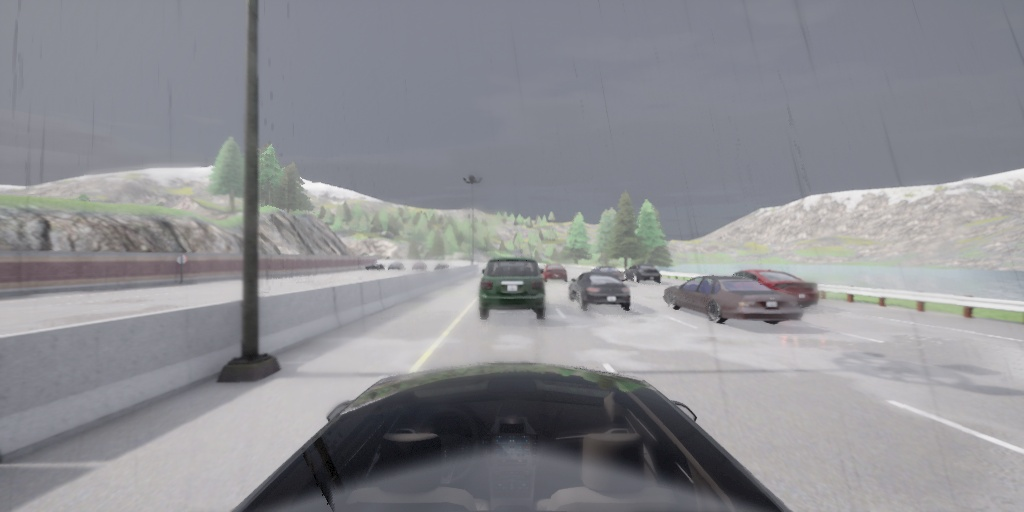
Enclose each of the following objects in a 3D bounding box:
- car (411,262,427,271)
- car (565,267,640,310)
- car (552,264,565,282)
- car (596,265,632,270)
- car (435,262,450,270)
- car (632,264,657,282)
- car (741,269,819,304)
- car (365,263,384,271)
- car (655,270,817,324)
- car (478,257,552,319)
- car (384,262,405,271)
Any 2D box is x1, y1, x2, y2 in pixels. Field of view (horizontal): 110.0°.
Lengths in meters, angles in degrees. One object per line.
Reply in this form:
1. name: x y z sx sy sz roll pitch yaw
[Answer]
1. car: -14.645 1.608 56.957 1.812 1.442 4.674 0 0 -4
2. car: 3.547 1.356 15.001 1.812 1.442 4.674 0 0 1
3. car: 3.552 1.401 30.542 1.882 1.535 5.008 0 0 1
4. car: 7.020 1.452 27.222 2.033 1.411 5.357 0 0 1
5. car: -11.167 1.688 57.650 1.895 1.301 4.718 0 0 -4
6. car: 10.541 1.423 29.396 1.837 1.490 4.892 0 0 0
7. car: 10.552 1.311 15.512 1.882 1.535 5.008 0 0 1
8. car: -21.623 1.682 56.656 1.895 1.301 4.718 0 0 -4
9. car: 7.023 1.361 12.181 2.033 1.411 5.357 0 0 0
10. car: 0.031 1.043 13.247 2.150 2.045 5.566 0 0 0
11. car: -18.117 1.604 56.262 1.812 1.442 4.674 0 0 -4
